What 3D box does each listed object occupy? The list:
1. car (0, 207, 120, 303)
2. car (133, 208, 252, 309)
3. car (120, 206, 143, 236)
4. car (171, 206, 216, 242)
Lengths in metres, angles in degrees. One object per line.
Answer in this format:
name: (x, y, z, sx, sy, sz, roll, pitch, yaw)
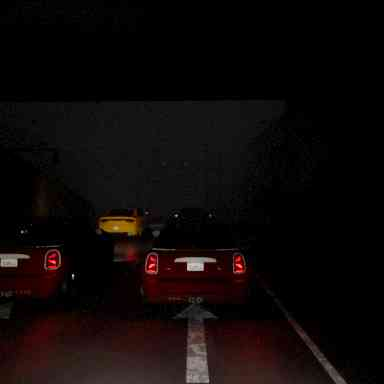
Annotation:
car: (-3.426, 1.352, 8.376, 2.097, 1.767, 4.553, 0, 0, 0)
car: (0.069, 1.352, 8.047, 2.097, 1.767, 4.553, 0, 0, 0)
car: (-3.427, 1.477, 17.465, 1.882, 1.535, 5.008, 0, 0, 0)
car: (0.074, 1.547, 17.574, 2.033, 1.411, 5.357, 0, 0, 0)
